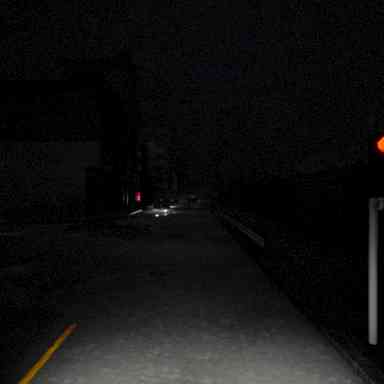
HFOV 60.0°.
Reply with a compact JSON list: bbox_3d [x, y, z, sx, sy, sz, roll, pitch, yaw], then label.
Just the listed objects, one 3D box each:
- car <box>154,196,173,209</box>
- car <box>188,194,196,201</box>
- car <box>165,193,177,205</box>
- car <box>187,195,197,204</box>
[{"bbox_3d":[-4.067,1.564,45.660,1.994,1.385,4.181,0,0,0],"label":"car"},{"bbox_3d":[0.041,1.310,76.663,1.882,1.535,5.008,0,0,0],"label":"car"},{"bbox_3d":[-4.054,1.352,55.390,2.097,1.767,4.553,0,0,0],"label":"car"},{"bbox_3d":[0.038,1.491,66.243,2.128,1.511,4.902,0,0,0],"label":"car"}]
